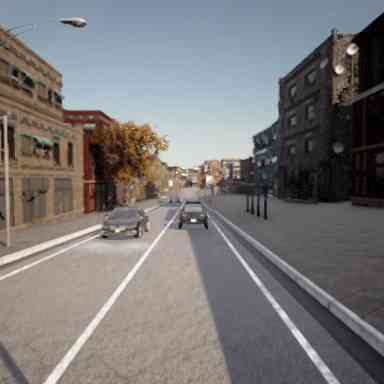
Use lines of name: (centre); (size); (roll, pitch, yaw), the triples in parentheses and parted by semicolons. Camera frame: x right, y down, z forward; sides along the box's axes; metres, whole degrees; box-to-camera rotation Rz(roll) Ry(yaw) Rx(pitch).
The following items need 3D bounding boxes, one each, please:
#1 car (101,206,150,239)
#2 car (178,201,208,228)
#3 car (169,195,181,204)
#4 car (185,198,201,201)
car: (-3.360, 1.513, 17.476); (1.837, 1.490, 4.892); (0, 0, 0)
car: (0.089, 1.541, 22.196); (1.812, 1.442, 4.674); (0, 0, 0)
car: (-3.019, 1.309, 58.431); (2.128, 1.511, 4.902); (0, 1, 1)
car: (0.102, 1.454, 42.111); (1.882, 1.535, 5.008); (0, 0, 0)
